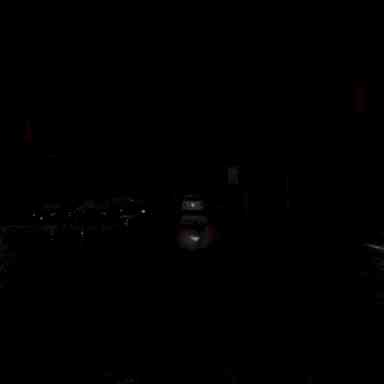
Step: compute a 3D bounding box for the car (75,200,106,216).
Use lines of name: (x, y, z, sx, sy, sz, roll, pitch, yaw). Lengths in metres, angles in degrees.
car: (-10.541, 1.604, 34.819, 1.812, 1.442, 4.674, 0, 0, 1)

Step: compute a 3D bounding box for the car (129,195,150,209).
car: (-7.012, 1.517, 45.812, 1.882, 1.535, 5.008, 0, 0, 0)

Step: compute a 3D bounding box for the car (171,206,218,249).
car: (0.096, 1.561, 14.619, 1.812, 1.442, 4.674, 0, 0, 0)

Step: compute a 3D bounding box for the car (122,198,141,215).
car: (-7.035, 1.643, 35.346, 1.994, 1.385, 4.181, 0, 0, 1)

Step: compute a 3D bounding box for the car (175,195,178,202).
car: (-3.938, 1.297, 66.602, 2.033, 1.411, 5.357, 0, 1, -8)

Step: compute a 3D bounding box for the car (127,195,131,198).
car: (-10.526, 1.297, 54.895, 2.097, 1.767, 4.553, 0, 1, 0)

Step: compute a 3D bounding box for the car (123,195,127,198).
car: (-10.511, 1.525, 44.704, 1.882, 1.535, 5.008, 0, 0, 0)

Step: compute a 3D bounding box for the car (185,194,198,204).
car: (-0.114, 1.227, 59.628, 2.097, 1.767, 4.553, 0, 1, -1)

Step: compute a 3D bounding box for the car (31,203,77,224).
car: (-10.590, 1.587, 25.730, 1.812, 1.442, 4.674, 0, 0, 0)

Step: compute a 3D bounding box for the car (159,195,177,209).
car: (-3.411, 1.571, 45.107, 1.812, 1.442, 4.674, 0, 0, 0)

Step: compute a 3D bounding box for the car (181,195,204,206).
car: (0.091, 1.300, 34.539, 2.150, 2.045, 5.566, 0, 0, 0)

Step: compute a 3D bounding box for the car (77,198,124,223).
car: (-7.086, 1.541, 26.359, 1.882, 1.535, 5.008, 0, 0, 0)
